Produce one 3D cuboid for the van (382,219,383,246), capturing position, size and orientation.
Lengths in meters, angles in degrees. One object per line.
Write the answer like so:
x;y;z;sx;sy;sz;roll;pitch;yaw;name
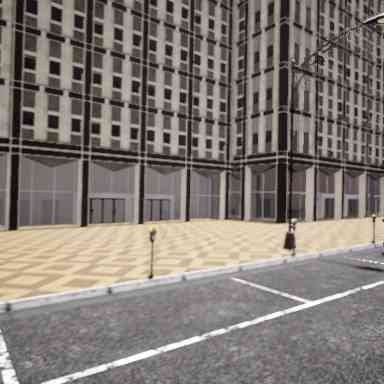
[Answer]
9.054;1.497;12.996;3.998;1.788;1.690;1;1;-35;van
